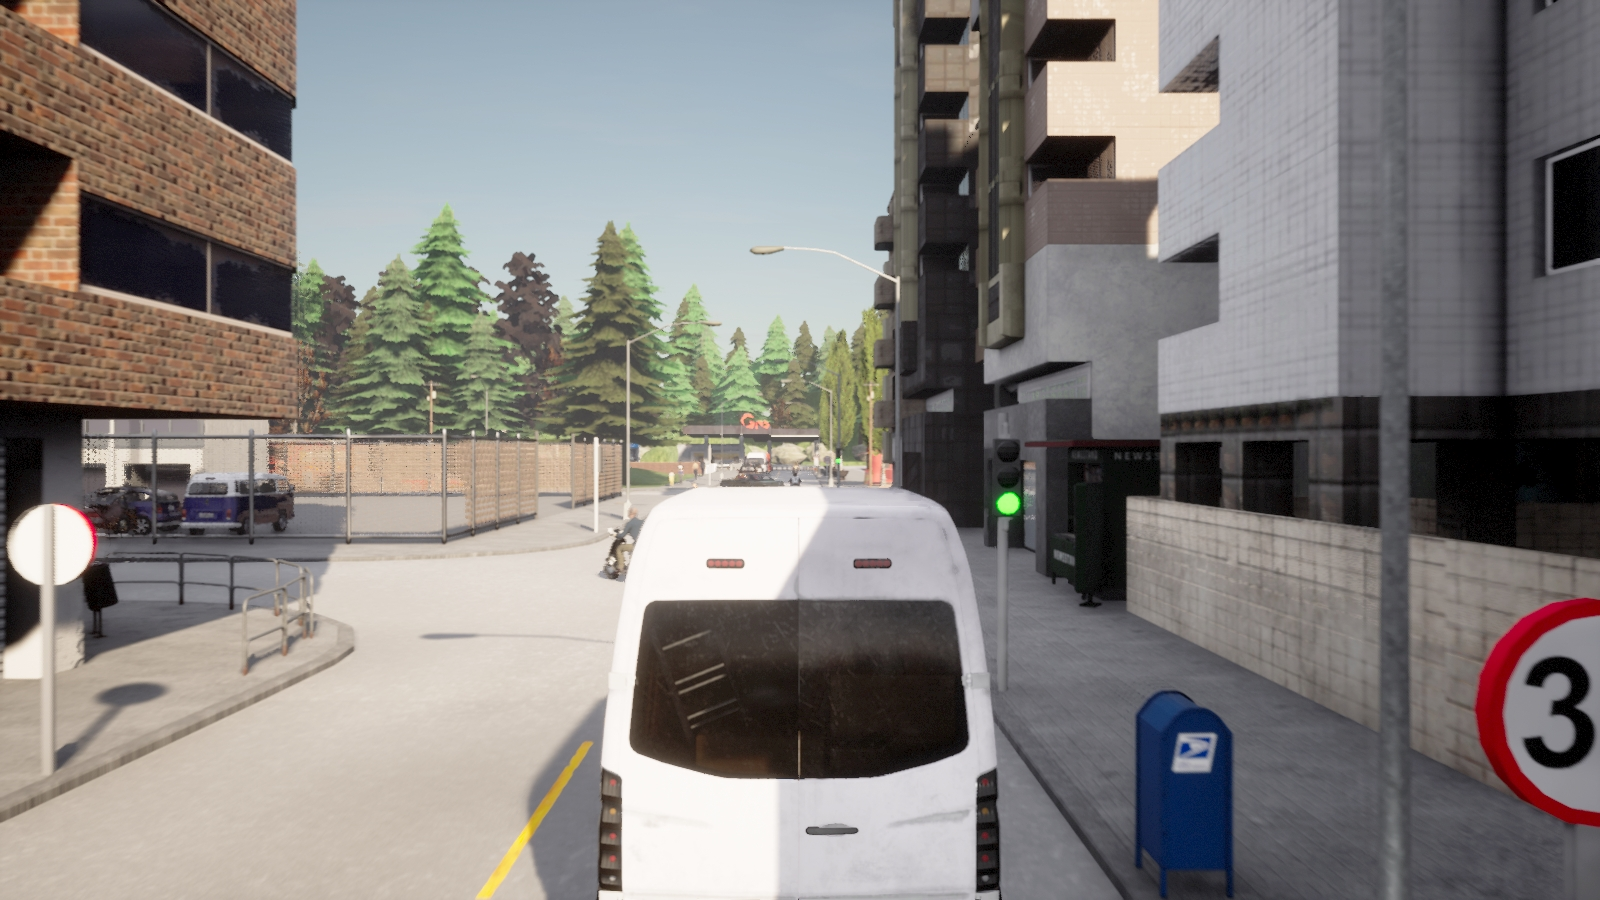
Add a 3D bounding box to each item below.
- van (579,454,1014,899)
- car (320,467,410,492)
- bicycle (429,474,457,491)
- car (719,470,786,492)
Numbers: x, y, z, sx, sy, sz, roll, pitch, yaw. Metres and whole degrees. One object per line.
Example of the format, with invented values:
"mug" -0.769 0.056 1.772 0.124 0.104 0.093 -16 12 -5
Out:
"van" -0.026 1.316 8.189 1.988 2.561 5.915 0 0 0
"car" -27.326 1.854 71.888 4.792 1.488 2.163 0 0 0
"bicycle" -22.441 2.047 71.907 1.487 1.080 0.859 0 0 0
"car" -3.096 1.946 73.082 1.895 1.301 4.718 0 0 -38
